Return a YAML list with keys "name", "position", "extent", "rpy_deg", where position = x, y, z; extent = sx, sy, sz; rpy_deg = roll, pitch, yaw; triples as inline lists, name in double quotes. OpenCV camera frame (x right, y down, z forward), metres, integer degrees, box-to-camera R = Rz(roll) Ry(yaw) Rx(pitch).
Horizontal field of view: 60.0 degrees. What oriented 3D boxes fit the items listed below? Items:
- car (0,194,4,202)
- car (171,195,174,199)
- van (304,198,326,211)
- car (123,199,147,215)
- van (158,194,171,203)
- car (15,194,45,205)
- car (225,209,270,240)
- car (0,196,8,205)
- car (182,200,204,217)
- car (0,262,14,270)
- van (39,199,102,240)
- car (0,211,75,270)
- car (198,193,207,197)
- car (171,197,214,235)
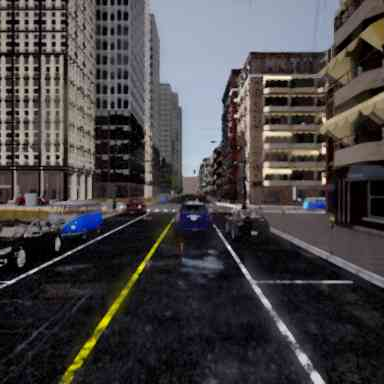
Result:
- name: "car"
  position: [-32.388, 0.946, 52.566]
  extent: [4.206, 1.307, 1.802]
  rpy_deg: [1, -1, 0]
- name: "car"
  position: [-5.733, 1.485, 87.954]
  extent: [1.752, 1.417, 4.829]
  rpy_deg: [0, 0, 0]
- name: "van"
  position: [16.909, 1.671, 44.190]
  extent: [3.998, 1.788, 1.690]
  rpy_deg: [1, -1, 0]
- name: "car"
  position: [-5.707, 1.414, 33.446]
  extent: [1.967, 1.590, 4.097]
  rpy_deg: [0, 0, 0]
- name: "van"
  position: [-5.722, 1.302, 65.920]
  extent: [1.690, 1.788, 3.998]
  rpy_deg: [0, 0, 0]
- name: "car"
  position: [-21.152, 1.037, 44.220]
  extent: [4.097, 1.590, 1.967]
  rpy_deg: [1, -1, 0]
- name: "car"
  position: [2.682, 1.536, 16.503]
  extent: [2.008, 1.369, 4.403]
  rpy_deg: [0, 0, 0]
- name: "car"
  position: [-26.729, 1.072, 44.202]
  extent: [4.206, 1.307, 1.802]
  rpy_deg: [1, -1, 0]
- name: "car"
  position: [0.085, 1.538, 32.326]
  extent: [1.994, 1.385, 4.181]
  rpy_deg: [0, 0, 0]
- name: "car"
  position: [-3.101, 1.546, 1.167]
  extent: [2.033, 1.411, 5.357]
  rpy_deg: [0, 0, 0]
- name: "van"
  position: [-5.698, 1.327, 16.500]
  extent: [1.690, 1.788, 3.998]
  rpy_deg: [0, 0, 0]
- name: "car"
  position: [-5.695, 1.541, 10.851]
  extent: [2.008, 1.369, 4.403]
  rpy_deg: [0, 0, 0]
- name: "car"
  position: [2.649, 1.274, 82.578]
  extent: [2.192, 1.841, 5.009]
  rpy_deg: [0, 0, 0]
- name: "car"
  position: [0.092, 1.337, 18.766]
  extent: [2.097, 1.767, 4.553]
  rpy_deg: [0, 0, 0]
